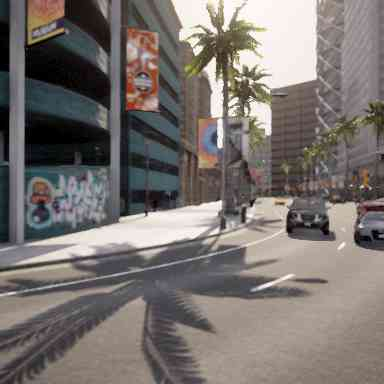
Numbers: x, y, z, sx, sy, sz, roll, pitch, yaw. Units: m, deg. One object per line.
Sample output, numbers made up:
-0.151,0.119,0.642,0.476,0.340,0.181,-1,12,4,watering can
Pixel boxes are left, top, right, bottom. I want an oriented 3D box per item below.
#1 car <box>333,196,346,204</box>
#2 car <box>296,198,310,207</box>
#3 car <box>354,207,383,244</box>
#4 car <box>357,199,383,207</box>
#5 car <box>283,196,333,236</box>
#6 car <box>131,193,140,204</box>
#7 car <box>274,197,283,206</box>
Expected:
33.163,1.681,76.457,2.185,1.767,4.553,0,0,11,car
18.727,1.754,56.293,1.812,1.442,4.674,0,0,12,car
8.701,1.634,15.474,1.994,1.385,4.181,0,0,26,car
17.642,1.625,32.669,1.882,1.535,5.008,0,0,12,car
6.910,1.302,19.615,2.150,2.045,5.566,0,0,21,car
-8.363,1.168,47.219,2.435,2.045,5.566,0,0,11,car
16.010,1.714,60.460,1.882,1.535,5.008,0,0,12,car
